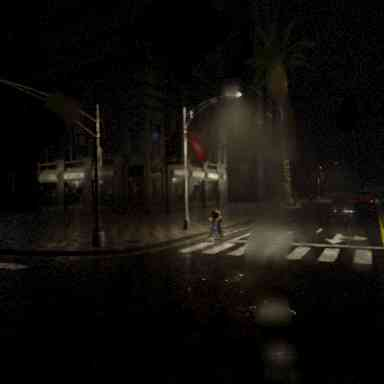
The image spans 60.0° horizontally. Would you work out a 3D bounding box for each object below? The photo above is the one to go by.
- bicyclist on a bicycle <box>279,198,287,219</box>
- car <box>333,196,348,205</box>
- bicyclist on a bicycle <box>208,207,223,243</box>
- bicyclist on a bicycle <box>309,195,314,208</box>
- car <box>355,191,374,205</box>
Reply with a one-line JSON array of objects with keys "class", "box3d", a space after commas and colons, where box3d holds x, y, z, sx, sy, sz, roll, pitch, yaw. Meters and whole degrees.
[{"class": "bicyclist on a bicycle", "box3d": [7.438, 1.361, 27.388, 0.659, 1.776, 1.843, -2, -1, 29]}, {"class": "car", "box3d": [22.483, 1.320, 50.279, 1.895, 1.301, 4.718, -2, 0, 29]}, {"class": "bicyclist on a bicycle", "box3d": [1.130, 1.544, 15.832, 0.582, 1.620, 1.656, -2, 0, 29]}, {"class": "bicyclist on a bicycle", "box3d": [14.428, 1.250, 40.185, 0.659, 1.776, 1.843, -2, 0, 29]}, {"class": "car", "box3d": [25.323, 0.855, 48.724, 2.150, 2.045, 5.566, -2, 0, 29]}]
